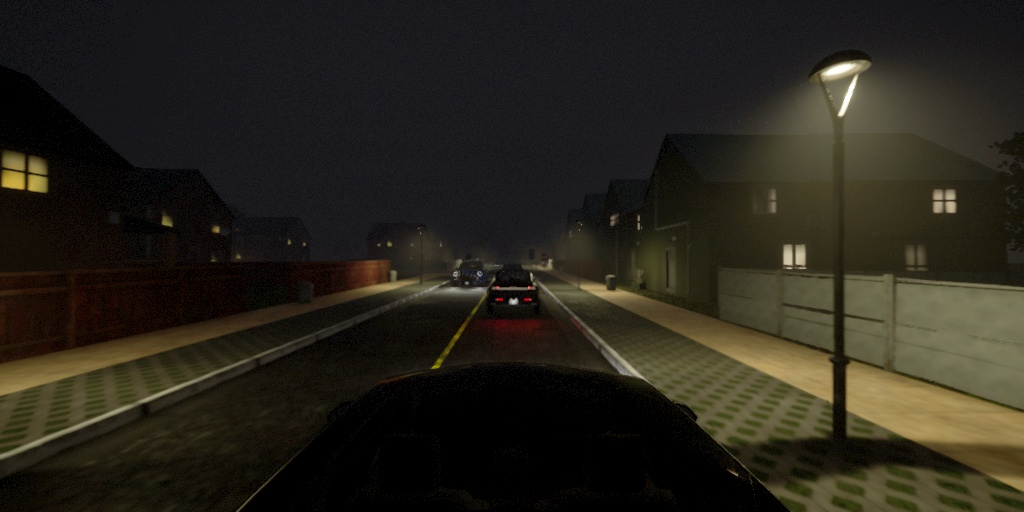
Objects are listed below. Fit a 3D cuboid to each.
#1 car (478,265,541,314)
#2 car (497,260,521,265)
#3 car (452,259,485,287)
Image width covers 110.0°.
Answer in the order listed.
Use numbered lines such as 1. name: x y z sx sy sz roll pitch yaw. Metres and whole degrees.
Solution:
1. car: 0.065 1.258 13.879 2.128 1.511 4.902 0 0 0
2. car: 0.049 1.289 27.010 1.837 1.490 4.892 0 0 0
3. car: -2.826 1.132 24.859 2.097 1.767 4.553 0 0 0
